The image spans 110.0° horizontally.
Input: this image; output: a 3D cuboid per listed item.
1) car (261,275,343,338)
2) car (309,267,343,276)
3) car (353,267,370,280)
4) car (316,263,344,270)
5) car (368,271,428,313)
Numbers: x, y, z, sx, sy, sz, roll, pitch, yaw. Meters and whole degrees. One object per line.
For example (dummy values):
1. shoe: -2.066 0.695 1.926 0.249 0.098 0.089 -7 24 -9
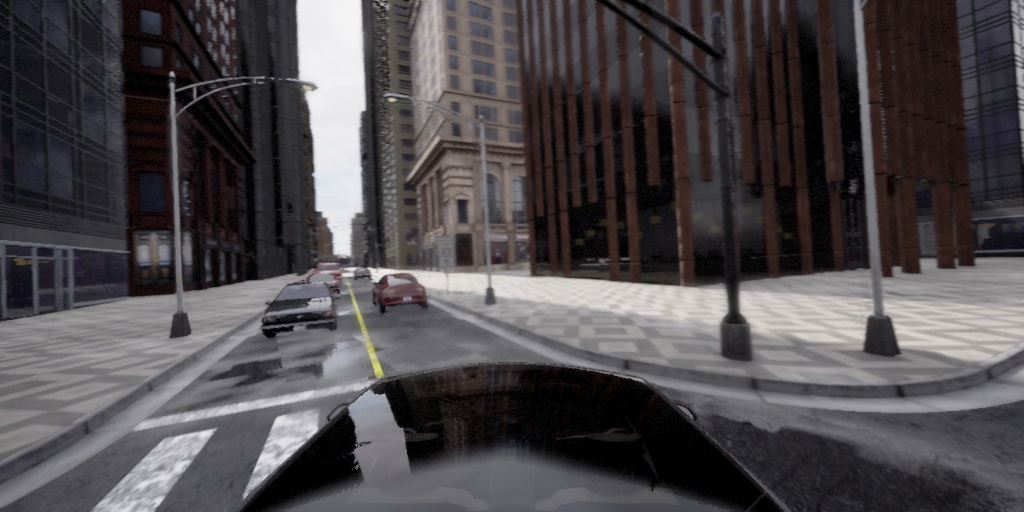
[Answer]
1. car: -6.769 1.577 11.892 2.033 1.411 5.357 -2 0 -25
2. car: -11.237 1.693 21.295 1.882 1.535 5.008 -2 0 -25
3. car: -17.426 2.034 41.779 2.033 1.411 5.357 -2 0 -25
4. car: -15.753 1.630 30.792 2.150 2.045 5.566 -2 0 -26
5. car: -4.884 1.474 15.409 1.812 1.442 4.674 -2 0 -26
